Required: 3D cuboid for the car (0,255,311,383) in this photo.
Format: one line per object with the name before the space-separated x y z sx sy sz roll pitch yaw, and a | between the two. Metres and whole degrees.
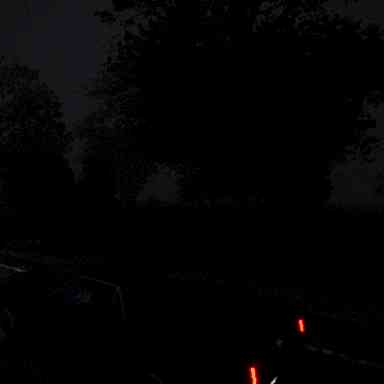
car | -0.973 1.598 4.685 4.718 1.301 1.895 0 0 35
